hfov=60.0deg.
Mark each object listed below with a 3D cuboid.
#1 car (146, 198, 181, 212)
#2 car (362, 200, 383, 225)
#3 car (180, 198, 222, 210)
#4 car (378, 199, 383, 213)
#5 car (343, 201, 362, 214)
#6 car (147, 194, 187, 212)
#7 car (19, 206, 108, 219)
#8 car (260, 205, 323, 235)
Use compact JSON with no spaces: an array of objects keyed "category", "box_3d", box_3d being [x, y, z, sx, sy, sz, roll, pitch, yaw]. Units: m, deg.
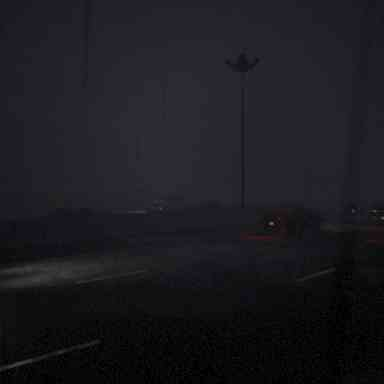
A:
[{"category":"car","box_3d":[-3.497,1.569,41.495,1.837,1.490,4.892,0,0,32]},{"category":"car","box_3d":[13.747,1.475,23.325,2.128,1.511,4.902,0,0,37]},{"category":"car","box_3d":[1.368,1.588,36.189,2.033,1.411,5.357,0,0,34]},{"category":"car","box_3d":[21.481,1.538,36.221,1.994,1.385,4.181,0,0,26]},{"category":"car","box_3d":[16.985,1.589,34.855,1.895,1.301,4.718,0,0,28]},{"category":"car","box_3d":[-2.523,1.277,36.684,2.150,2.045,5.566,0,0,35]},{"category":"car","box_3d":[-7.779,1.599,20.444,5.357,1.411,2.033,0,0,-41]},{"category":"car","box_3d":[5.793,1.483,18.983,1.882,1.535,5.008,0,0,43]}]
